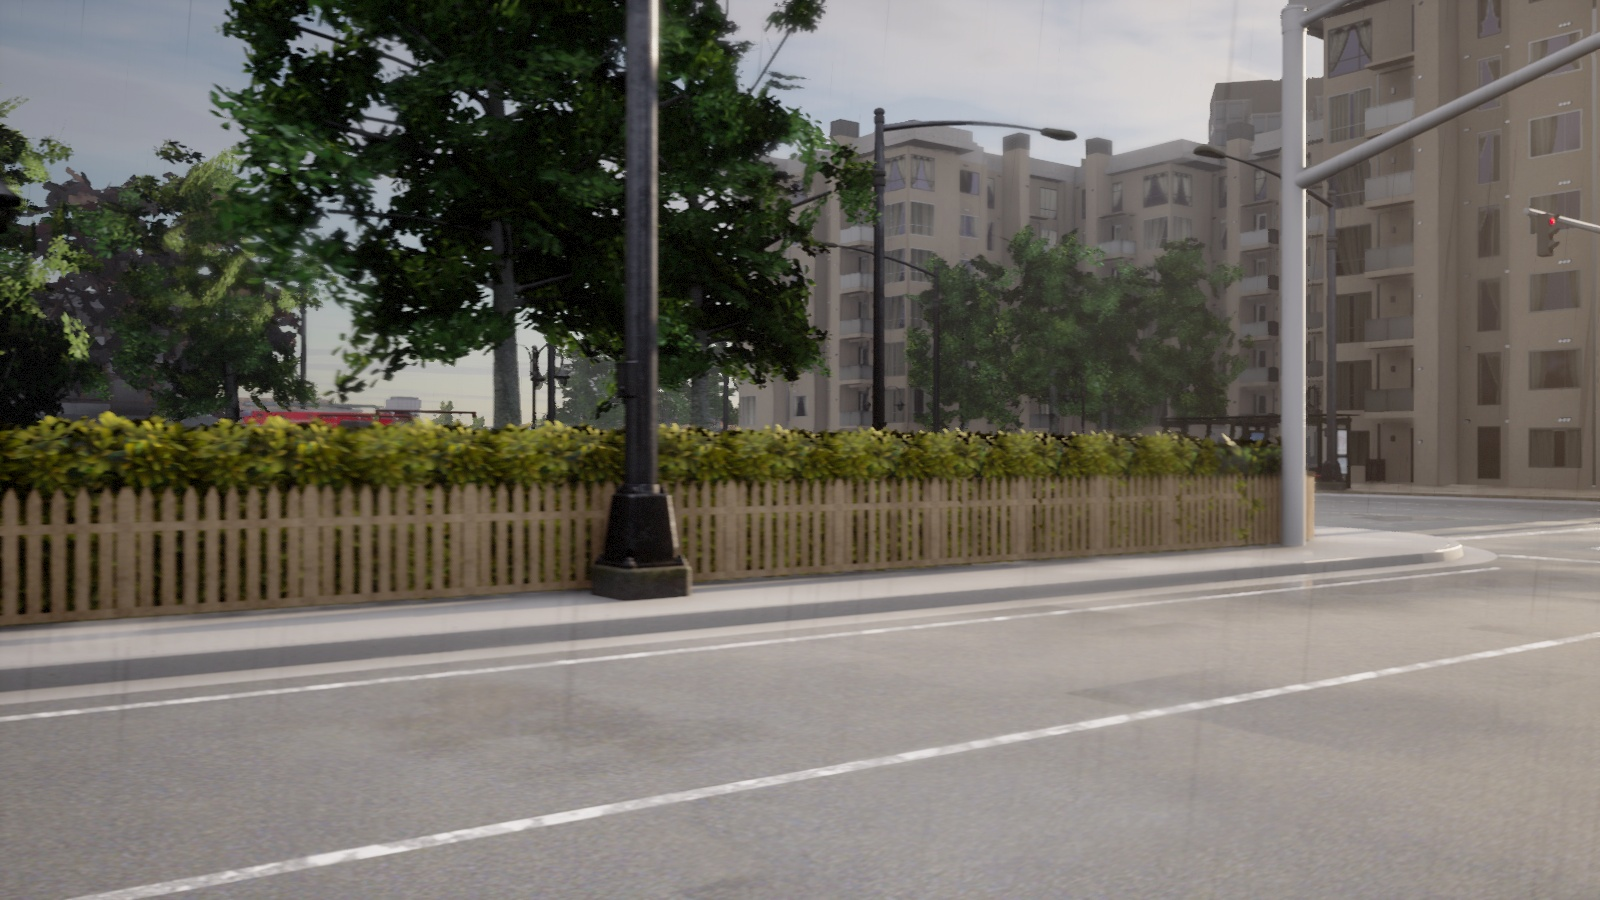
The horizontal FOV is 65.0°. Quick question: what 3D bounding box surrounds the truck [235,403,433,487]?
[{"bbox_3d":[-22.319,-0.221,60.412,8.468,3.827,2.891,0,0,-35],"label":"truck"}]
